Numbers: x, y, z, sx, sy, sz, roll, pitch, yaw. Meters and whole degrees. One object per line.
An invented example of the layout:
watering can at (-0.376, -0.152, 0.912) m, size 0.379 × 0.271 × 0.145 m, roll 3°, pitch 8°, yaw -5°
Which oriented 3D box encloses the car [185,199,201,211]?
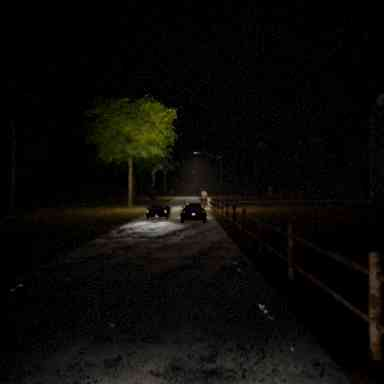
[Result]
car at (0.121, 1.627, 41.719) m, size 1.895 × 1.301 × 4.718 m, roll 0°, pitch 0°, yaw 0°

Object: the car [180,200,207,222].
car at (0.113, 1.584, 26.202) m, size 1.994 × 1.385 × 4.181 m, roll 0°, pitch 0°, yaw 0°

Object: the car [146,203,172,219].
car at (-2.822, 1.624, 28.749) m, size 1.895 × 1.301 × 4.718 m, roll 0°, pitch 0°, yaw 0°
